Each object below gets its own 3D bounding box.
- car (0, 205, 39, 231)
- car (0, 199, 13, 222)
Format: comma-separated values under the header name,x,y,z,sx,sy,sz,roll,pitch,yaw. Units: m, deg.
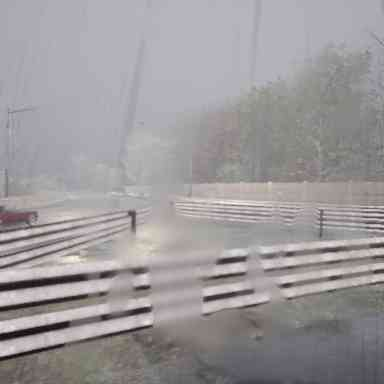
name,x,y,z,sx,sy,sz,roll,pitch,yaw
car,-10.416,1.343,18.144,1.895,1.301,4.718,1,0,5
car,-13.705,1.226,20.592,2.033,1.411,5.357,1,0,5
